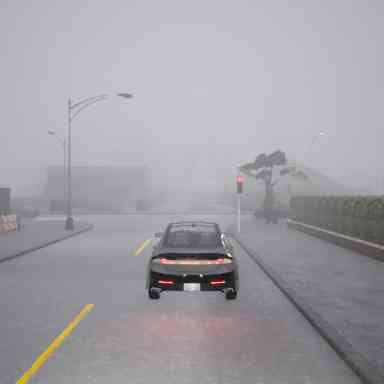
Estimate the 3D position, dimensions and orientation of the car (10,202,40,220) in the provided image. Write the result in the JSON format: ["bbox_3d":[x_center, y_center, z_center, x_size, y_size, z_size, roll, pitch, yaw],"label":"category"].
[{"bbox_3d":[-14.933,1.564,27.605,4.181,1.385,1.994,0,0,0],"label":"car"}]

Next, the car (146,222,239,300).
[{"bbox_3d":[0.039,1.492,8.395,2.128,1.511,4.902,0,0,1],"label":"car"}]

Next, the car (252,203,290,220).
[{"bbox_3d":[7.123,1.564,27.598,4.181,1.385,1.994,0,0,0],"label":"car"}]

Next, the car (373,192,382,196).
[{"bbox_3d":[38.029,0.973,67.799,1.905,1.878,3.866,0,0,0],"label":"car"}]
